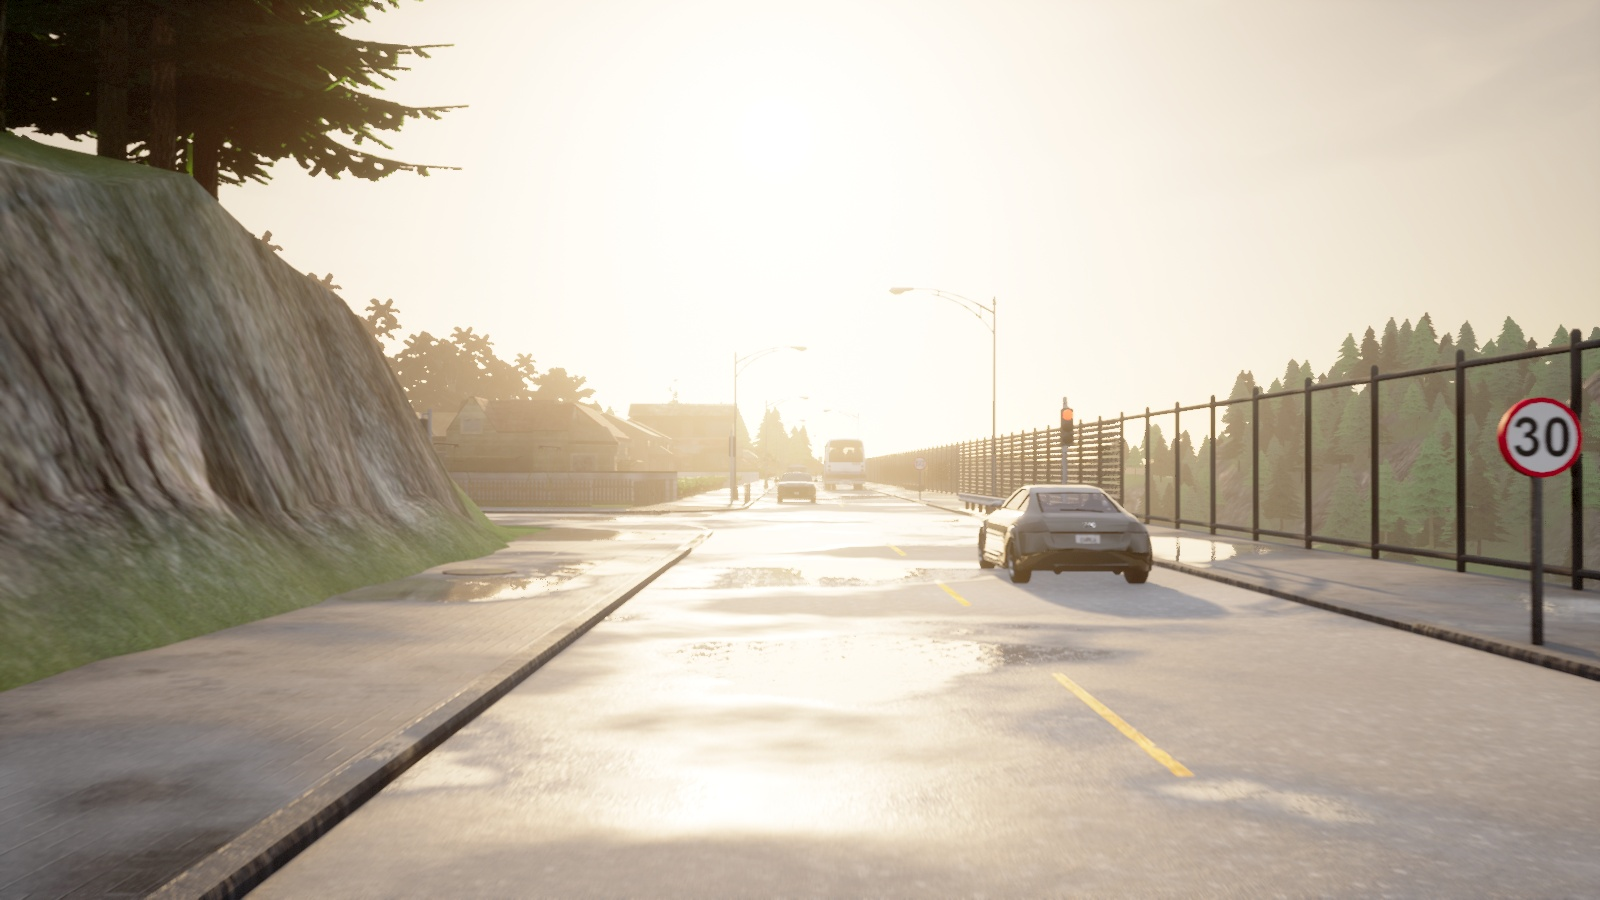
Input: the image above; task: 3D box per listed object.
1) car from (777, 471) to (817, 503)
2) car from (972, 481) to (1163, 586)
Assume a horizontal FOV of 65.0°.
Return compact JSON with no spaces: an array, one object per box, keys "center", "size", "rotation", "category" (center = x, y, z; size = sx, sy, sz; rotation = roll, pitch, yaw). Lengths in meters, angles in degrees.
[{"center":[-0.153,1.848,63.054],"size":[1.882,1.535,5.008],"rotation":[0,-1,0],"category":"car"},{"center":[3.920,1.184,19.158],"size":[1.994,1.385,4.181],"rotation":[0,-1,0],"category":"car"}]
